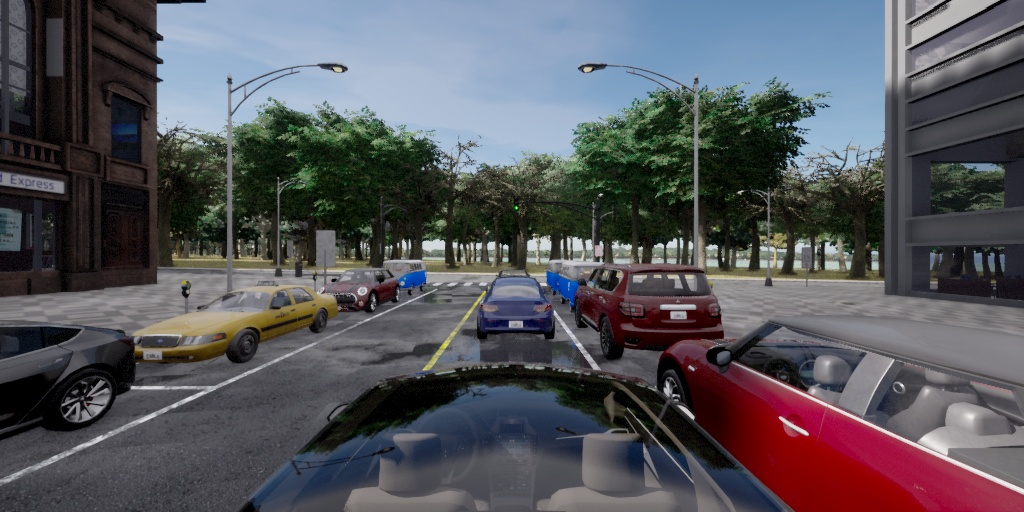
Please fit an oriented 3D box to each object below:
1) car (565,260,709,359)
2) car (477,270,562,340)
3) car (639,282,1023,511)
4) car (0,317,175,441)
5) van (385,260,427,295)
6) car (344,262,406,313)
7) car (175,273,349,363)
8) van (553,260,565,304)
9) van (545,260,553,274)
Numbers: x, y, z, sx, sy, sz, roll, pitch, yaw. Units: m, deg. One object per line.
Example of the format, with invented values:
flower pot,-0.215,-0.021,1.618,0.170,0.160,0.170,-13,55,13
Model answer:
car,2.762,1.065,8.332,2.192,1.841,5.009,0,0,0
car,0.098,1.276,9.874,1.812,1.442,4.674,0,0,0
car,2.763,1.190,2.895,1.967,1.591,4.097,0,0,0
car,-5.763,1.316,2.894,1.948,1.339,4.313,0,0,0
van,-5.763,1.092,19.207,1.690,1.789,3.998,0,0,0
car,-5.763,1.190,13.769,1.967,1.591,4.097,0,0,0
car,-5.763,1.275,8.162,1.751,1.417,4.829,0,0,0
van,2.762,1.091,13.770,1.690,1.789,3.998,0,0,0
van,2.762,1.092,19.207,1.690,1.789,3.998,0,0,0
